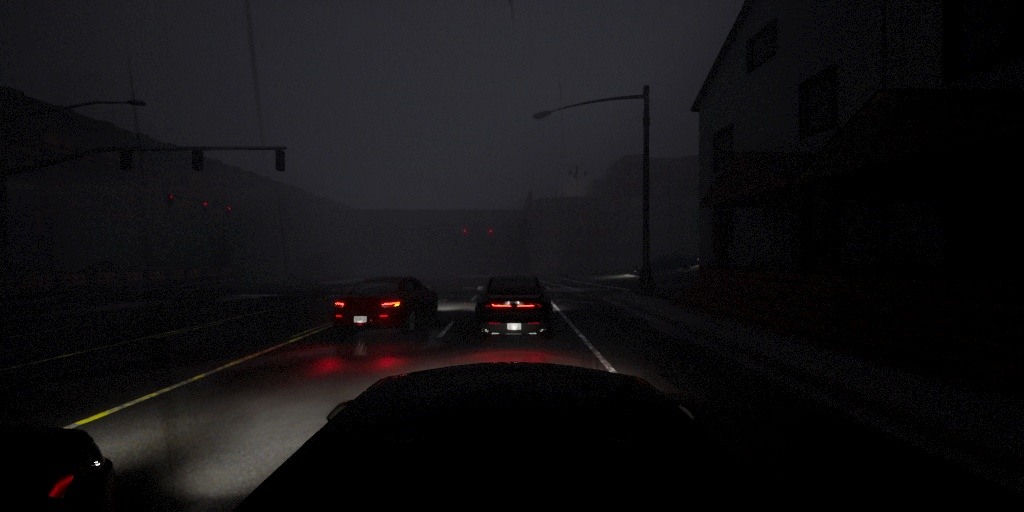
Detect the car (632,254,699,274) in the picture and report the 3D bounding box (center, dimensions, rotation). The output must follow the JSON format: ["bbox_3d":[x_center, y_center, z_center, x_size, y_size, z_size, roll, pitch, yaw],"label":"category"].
[{"bbox_3d":[13.025,0.603,30.447,5.357,1.411,2.033,-7,0,-1],"label":"car"}]

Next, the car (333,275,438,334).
[{"bbox_3d":[-3.454,1.276,10.470,1.812,1.442,4.674,0,0,0],"label":"car"}]

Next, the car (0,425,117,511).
[{"bbox_3d":[-3.401,1.255,0.187,1.837,1.490,4.892,0,0,0],"label":"car"}]

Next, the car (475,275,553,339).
[{"bbox_3d":[0.042,1.255,10.055,1.837,1.490,4.892,0,0,0],"label":"car"}]
